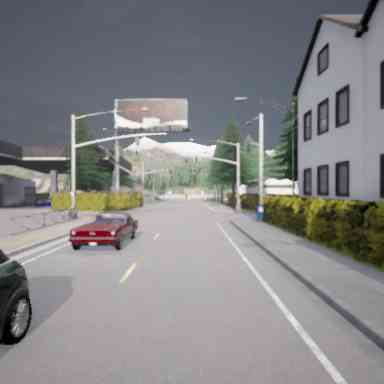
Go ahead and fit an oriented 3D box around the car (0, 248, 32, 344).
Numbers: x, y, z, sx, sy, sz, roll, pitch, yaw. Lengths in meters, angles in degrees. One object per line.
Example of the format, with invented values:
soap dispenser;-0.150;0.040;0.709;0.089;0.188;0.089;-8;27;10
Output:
car;-3.585;1.341;3.338;2.097;1.767;4.553;0;0;0

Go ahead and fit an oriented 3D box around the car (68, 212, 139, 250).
car;-3.560;1.560;14.208;1.895;1.301;4.718;0;0;1

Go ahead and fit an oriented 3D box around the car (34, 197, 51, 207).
car;-22.160;1.522;51.877;4.611;1.667;2.242;0;0;0
